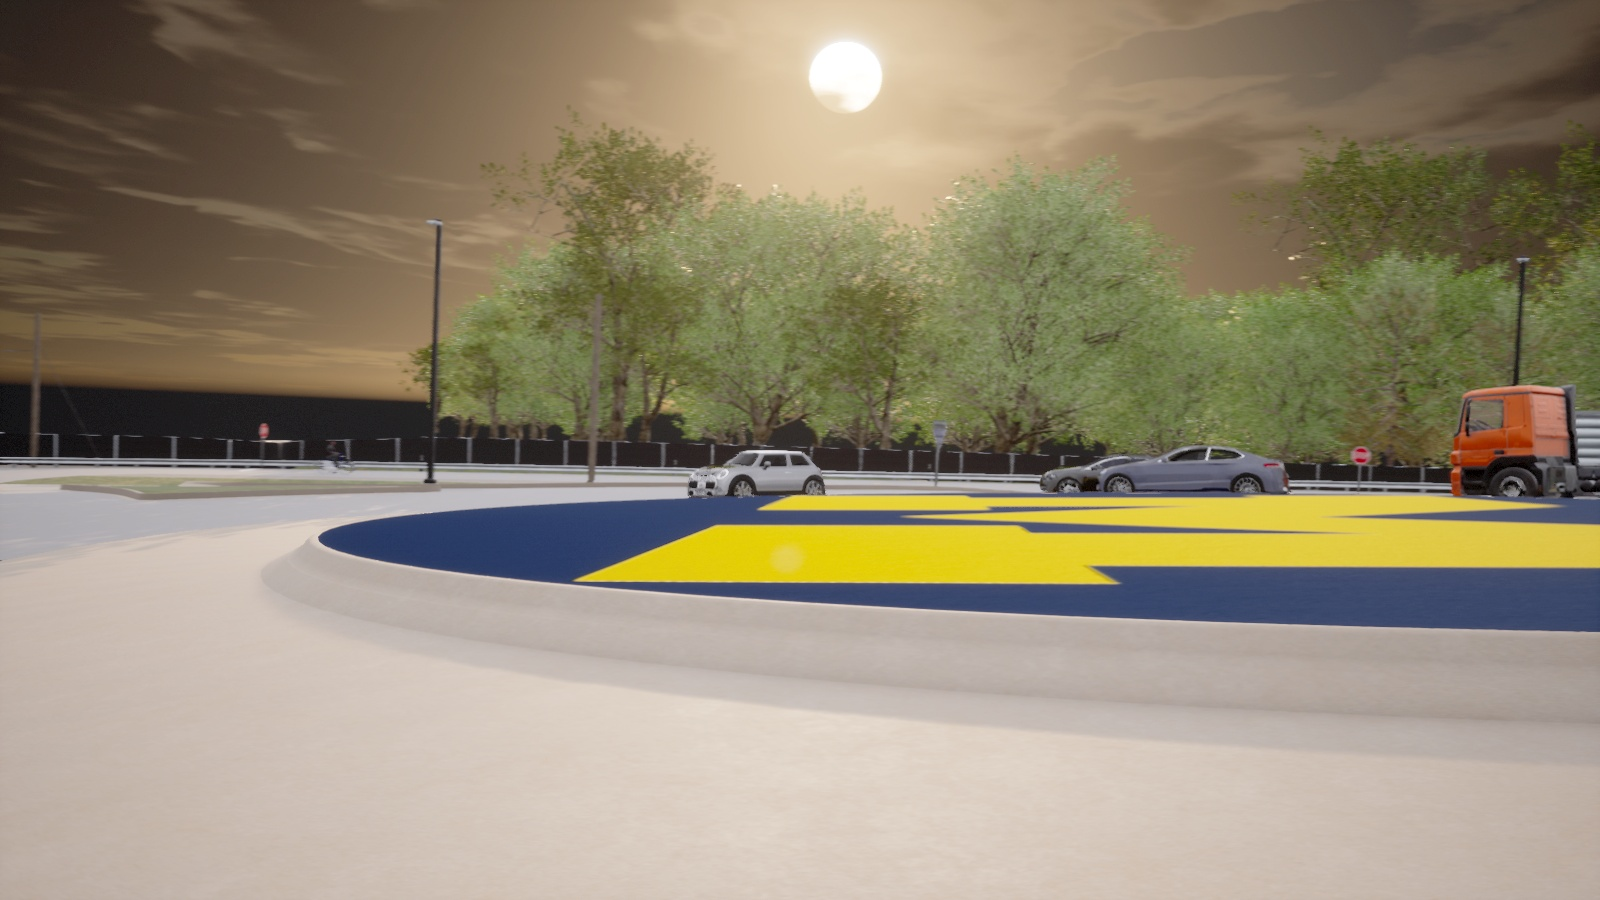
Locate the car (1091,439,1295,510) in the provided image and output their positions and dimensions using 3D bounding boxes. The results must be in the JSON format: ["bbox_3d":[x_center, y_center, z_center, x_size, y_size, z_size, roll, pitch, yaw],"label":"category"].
[{"bbox_3d":[10.679,0.663,34.123,5.027,1.651,2.152,0,-6,24],"label":"car"}]

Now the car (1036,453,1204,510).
[{"bbox_3d":[9.989,0.939,39.160,4.902,1.511,2.128,2,1,17],"label":"car"}]

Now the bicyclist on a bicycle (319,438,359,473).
[{"bbox_3d":[-24.115,0.268,65.760,1.843,1.776,0.659,1,2,2],"label":"bicyclist on a bicycle"}]

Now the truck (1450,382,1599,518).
[{"bbox_3d":[21.692,0.009,32.653,2.891,3.462,7.936,2,-3,-38],"label":"truck"}]

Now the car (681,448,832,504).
[{"bbox_3d":[-1.198,0.714,35.226,3.806,1.475,1.970,1,0,-38],"label":"car"}]
